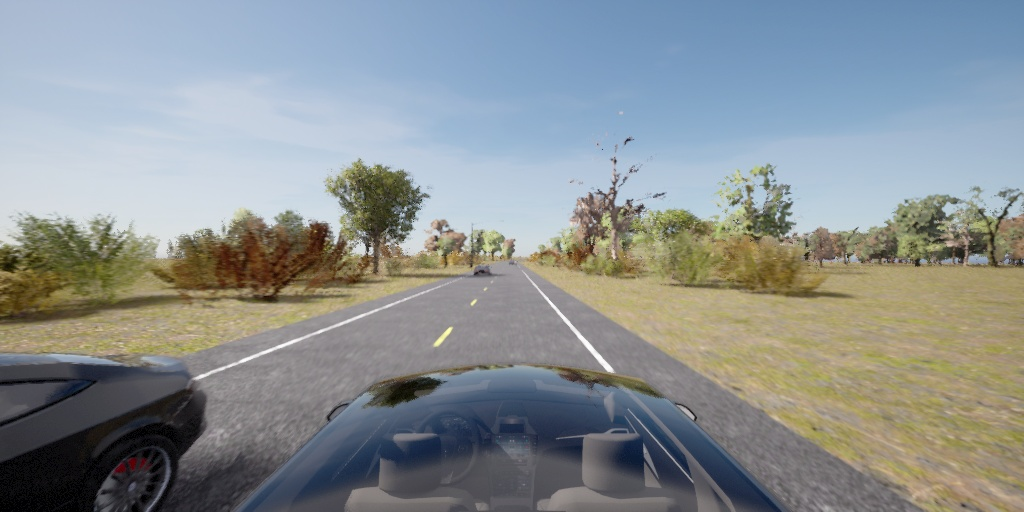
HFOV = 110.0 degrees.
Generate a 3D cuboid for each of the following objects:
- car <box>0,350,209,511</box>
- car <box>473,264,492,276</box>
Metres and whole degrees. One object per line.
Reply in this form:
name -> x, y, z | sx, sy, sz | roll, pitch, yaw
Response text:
car -> -3.601, 1.272, 1.298 | 1.812, 1.442, 4.674 | 0, -1, 0
car -> -3.577, 1.673, 44.156 | 1.994, 1.385, 4.181 | 0, 0, 0
